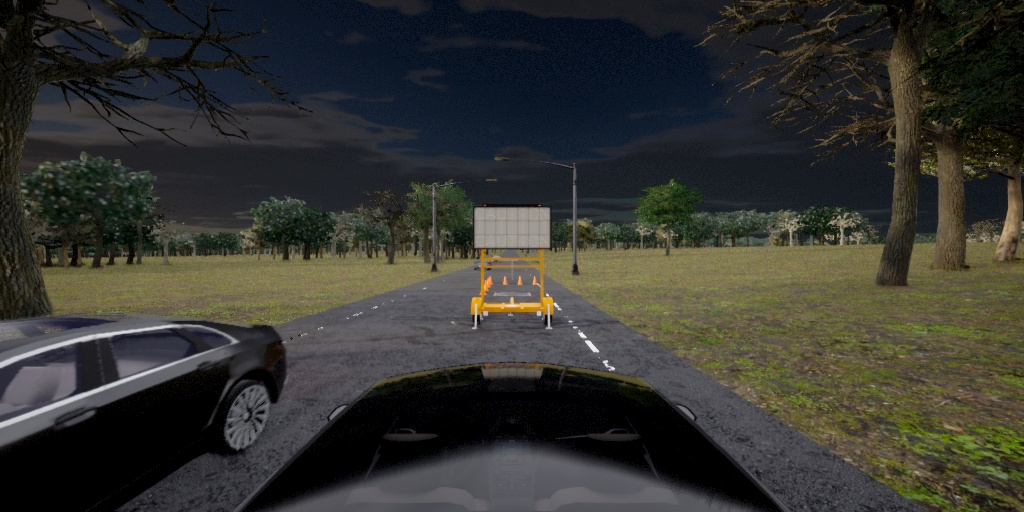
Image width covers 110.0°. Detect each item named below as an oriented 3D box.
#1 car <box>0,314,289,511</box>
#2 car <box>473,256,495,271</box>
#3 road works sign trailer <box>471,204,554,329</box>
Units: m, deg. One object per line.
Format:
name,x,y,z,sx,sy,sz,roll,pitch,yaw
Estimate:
car,-3.597,1.241,2.282,2.128,1.511,4.902,0,0,0
car,-3.551,1.053,43.678,2.128,1.511,4.902,0,0,0
road works sign trailer,0.011,0.197,11.145,2.380,3.560,2.880,0,0,0
